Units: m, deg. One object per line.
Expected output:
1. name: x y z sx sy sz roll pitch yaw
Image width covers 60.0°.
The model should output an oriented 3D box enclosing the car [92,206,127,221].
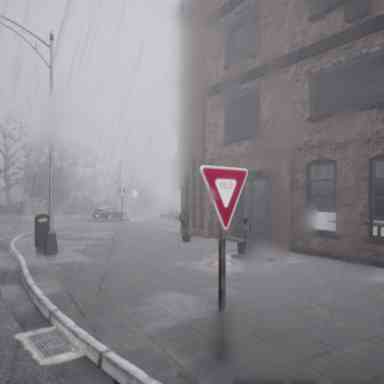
1. car: -8.910 2.317 36.307 1.837 1.490 4.892 0 -3 19

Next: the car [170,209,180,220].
1. car: -0.600 2.771 40.635 2.002 1.452 4.674 2 -3 21

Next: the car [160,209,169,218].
1. car: -3.146 3.333 51.961 2.033 1.411 5.357 0 -3 21
